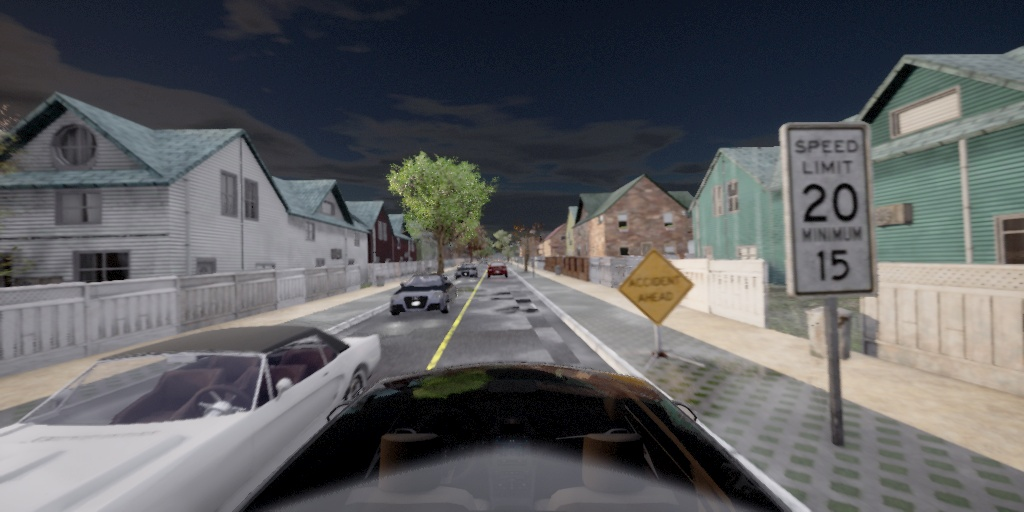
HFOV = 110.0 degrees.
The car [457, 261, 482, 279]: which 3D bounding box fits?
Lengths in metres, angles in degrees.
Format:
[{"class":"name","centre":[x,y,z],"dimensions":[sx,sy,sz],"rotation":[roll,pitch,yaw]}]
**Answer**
[{"class":"car","centre":[-4.202,1.437,33.747],"dimensions":[1.994,1.385,4.181],"rotation":[-2,0,-2]}]

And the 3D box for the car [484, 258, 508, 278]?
[{"class":"car","centre":[-1.395,1.262,34.663],"dimensions":[1.882,1.535,5.008],"rotation":[-2,0,-2]}]

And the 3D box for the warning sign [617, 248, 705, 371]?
[{"class":"warning sign","centre":[2.437,0.787,5.918],"dimensions":[1.300,1.860,1.060],"rotation":[0,0,-3]}]

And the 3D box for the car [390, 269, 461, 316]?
[{"class":"car","centre":[-3.330,1.411,14.085],"dimensions":[1.994,1.385,4.181],"rotation":[-2,0,-3]}]

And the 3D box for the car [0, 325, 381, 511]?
[{"class":"car","centre":[-2.822,1.438,3.211],"dimensions":[1.895,1.301,4.718],"rotation":[-2,0,-3]}]
